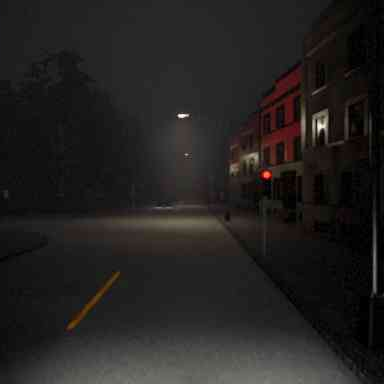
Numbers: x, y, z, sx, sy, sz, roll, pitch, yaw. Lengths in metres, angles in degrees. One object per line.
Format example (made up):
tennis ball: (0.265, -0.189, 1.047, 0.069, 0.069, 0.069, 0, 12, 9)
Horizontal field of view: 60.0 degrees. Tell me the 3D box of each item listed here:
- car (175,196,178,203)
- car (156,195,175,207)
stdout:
car: (-3.867, 1.386, 64.183, 1.812, 1.442, 4.674, 0, 0, 1)
car: (-3.956, 1.444, 47.819, 2.033, 1.411, 5.357, 0, 0, 0)
